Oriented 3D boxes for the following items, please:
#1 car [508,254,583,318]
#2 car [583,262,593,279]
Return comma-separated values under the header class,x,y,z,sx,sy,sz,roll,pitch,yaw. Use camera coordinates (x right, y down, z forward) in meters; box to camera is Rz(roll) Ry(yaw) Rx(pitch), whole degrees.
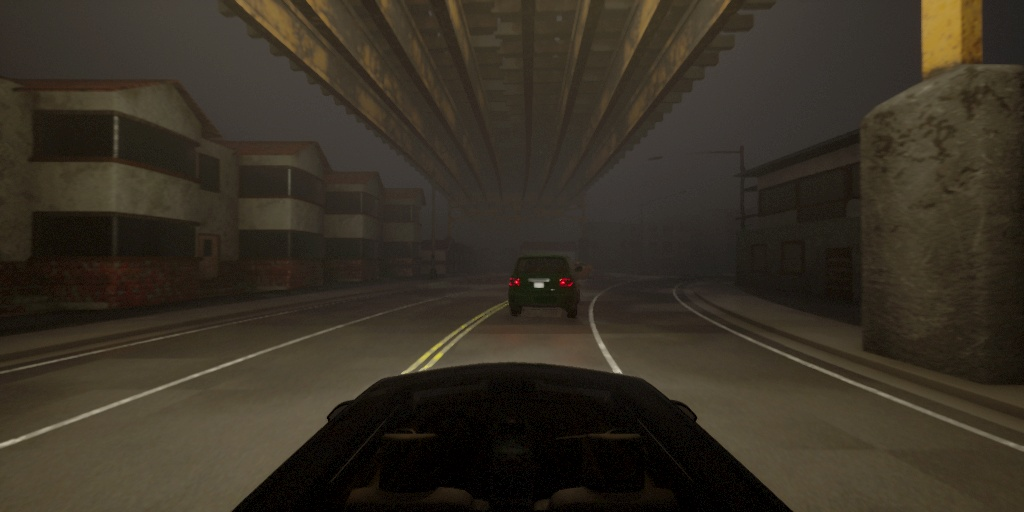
class,x,y,z,sx,sy,sz,roll,pitch,yaw
car,1.365,0.950,13.215,2.150,2.045,5.566,0,0,12
car,5.215,1.197,30.628,1.882,1.535,5.008,-1,-1,36
